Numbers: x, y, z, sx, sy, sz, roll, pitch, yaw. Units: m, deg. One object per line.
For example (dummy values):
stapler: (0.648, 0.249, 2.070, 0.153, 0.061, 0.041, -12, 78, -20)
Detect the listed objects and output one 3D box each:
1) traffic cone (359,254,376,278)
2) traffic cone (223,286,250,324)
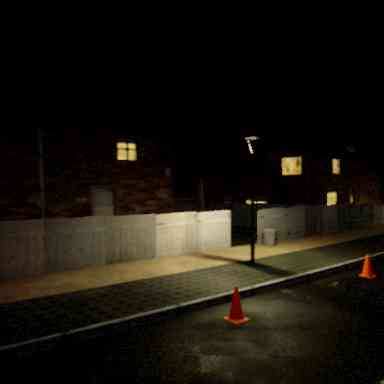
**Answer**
traffic cone: (4.700, 1.956, 8.895, 0.340, 0.580, 0.340, 0, 0, -38)
traffic cone: (0.789, 1.958, 5.876, 0.340, 0.580, 0.340, 0, 0, -37)
